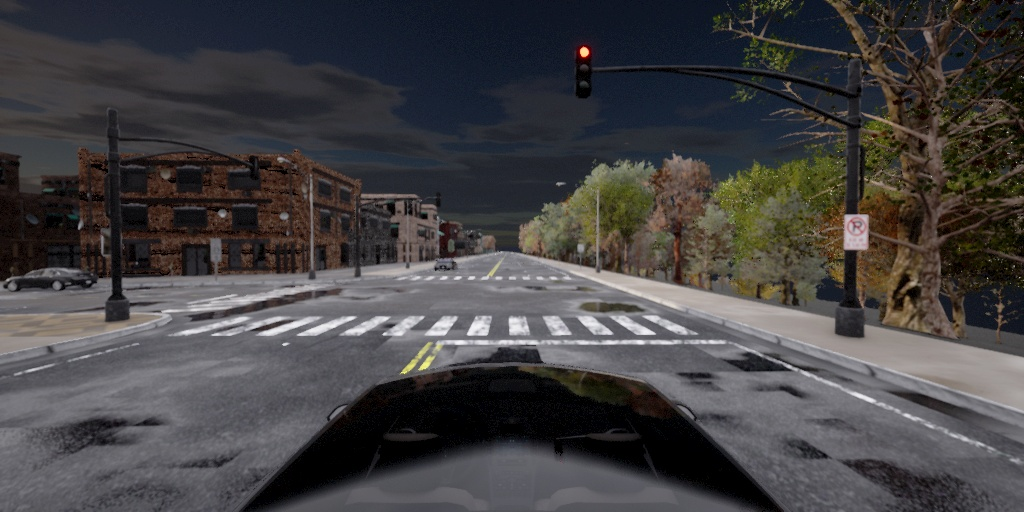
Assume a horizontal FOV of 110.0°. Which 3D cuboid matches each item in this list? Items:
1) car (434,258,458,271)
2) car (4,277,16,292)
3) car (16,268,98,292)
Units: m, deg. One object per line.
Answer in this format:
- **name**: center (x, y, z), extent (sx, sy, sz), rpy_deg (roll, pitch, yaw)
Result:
- **car**: center (-6.796, 0.897, 37.178), extent (1.994, 1.385, 4.181), rpy_deg (0, 1, -1)
- **car**: center (-22.705, 1.535, 13.754), extent (4.313, 1.339, 1.948), rpy_deg (0, 0, -2)
- **car**: center (-28.476, 1.412, 22.232), extent (4.403, 1.370, 2.007), rpy_deg (0, 0, -2)
